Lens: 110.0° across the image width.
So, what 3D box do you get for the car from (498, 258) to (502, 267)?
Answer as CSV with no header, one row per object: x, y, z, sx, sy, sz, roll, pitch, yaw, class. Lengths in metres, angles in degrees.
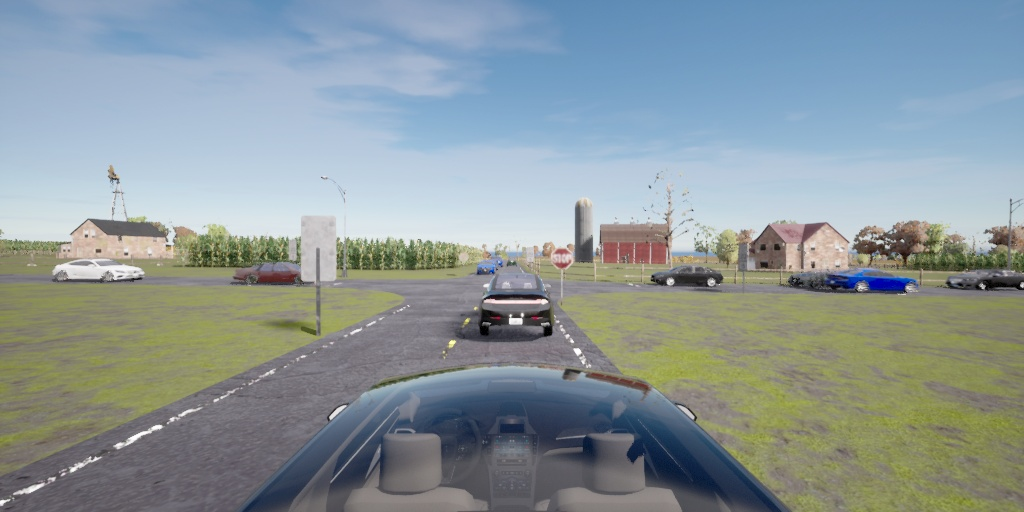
-2.824,1.325,50.505,2.033,1.411,5.357,0,0,0,car

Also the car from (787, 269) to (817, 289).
22.719,1.639,26.258,4.181,1.385,1.994,1,1,0,car

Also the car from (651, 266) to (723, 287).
12.737,1.442,26.273,4.892,1.490,1.837,1,1,1,car

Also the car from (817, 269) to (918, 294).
23.312,1.592,23.324,5.008,1.535,1.882,1,1,0,car

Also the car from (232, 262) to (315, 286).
-14.874,1.120,23.223,5.357,1.411,2.033,1,1,-2,car

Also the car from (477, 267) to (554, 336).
0.142,1.241,10.388,2.128,1.511,4.902,0,0,1,car

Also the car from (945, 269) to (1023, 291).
34.918,1.730,26.289,4.902,1.511,2.128,1,1,0,car

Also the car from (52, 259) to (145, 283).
-26.632,0.924,23.140,4.674,1.442,1.812,1,1,0,car

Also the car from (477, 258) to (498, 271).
-2.814,1.244,39.878,1.882,1.535,5.008,0,0,-1,car

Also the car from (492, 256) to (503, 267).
-2.770,1.022,64.836,2.150,2.045,5.566,0,0,1,car
